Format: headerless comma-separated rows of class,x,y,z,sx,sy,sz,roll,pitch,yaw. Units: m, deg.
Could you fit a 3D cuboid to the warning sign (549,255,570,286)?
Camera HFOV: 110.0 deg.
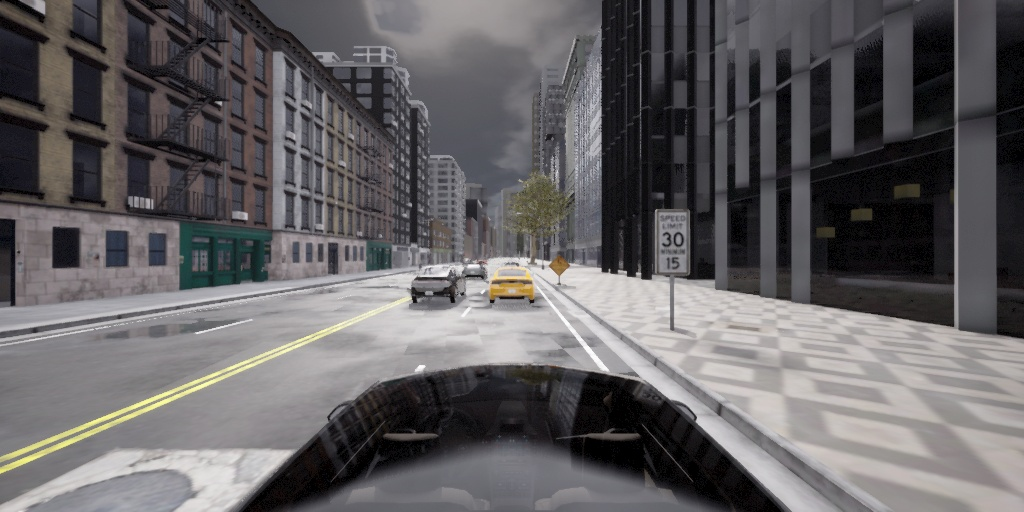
warning sign,2.850,0.859,21.576,1.300,1.860,1.060,0,0,0

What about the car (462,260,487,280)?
car,-3.250,1.315,31.500,1.994,1.385,4.181,0,0,0

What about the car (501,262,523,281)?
car,0.000,1.276,31.500,1.812,1.442,4.674,0,0,0

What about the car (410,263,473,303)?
car,-3.250,1.242,16.499,2.128,1.511,4.902,0,0,0

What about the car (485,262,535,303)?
car,0.000,1.231,16.499,1.882,1.535,5.008,0,0,0
